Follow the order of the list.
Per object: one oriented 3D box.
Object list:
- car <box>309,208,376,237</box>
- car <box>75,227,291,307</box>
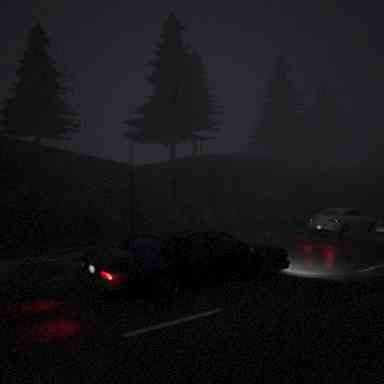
[{"bbox_3d":[8.435,1.594,18.604,4.674,1.442,1.812,0,0,-36],"label":"car"},{"bbox_3d":[0.053,1.578,8.070,5.357,1.411,2.033,0,0,-36],"label":"car"}]
